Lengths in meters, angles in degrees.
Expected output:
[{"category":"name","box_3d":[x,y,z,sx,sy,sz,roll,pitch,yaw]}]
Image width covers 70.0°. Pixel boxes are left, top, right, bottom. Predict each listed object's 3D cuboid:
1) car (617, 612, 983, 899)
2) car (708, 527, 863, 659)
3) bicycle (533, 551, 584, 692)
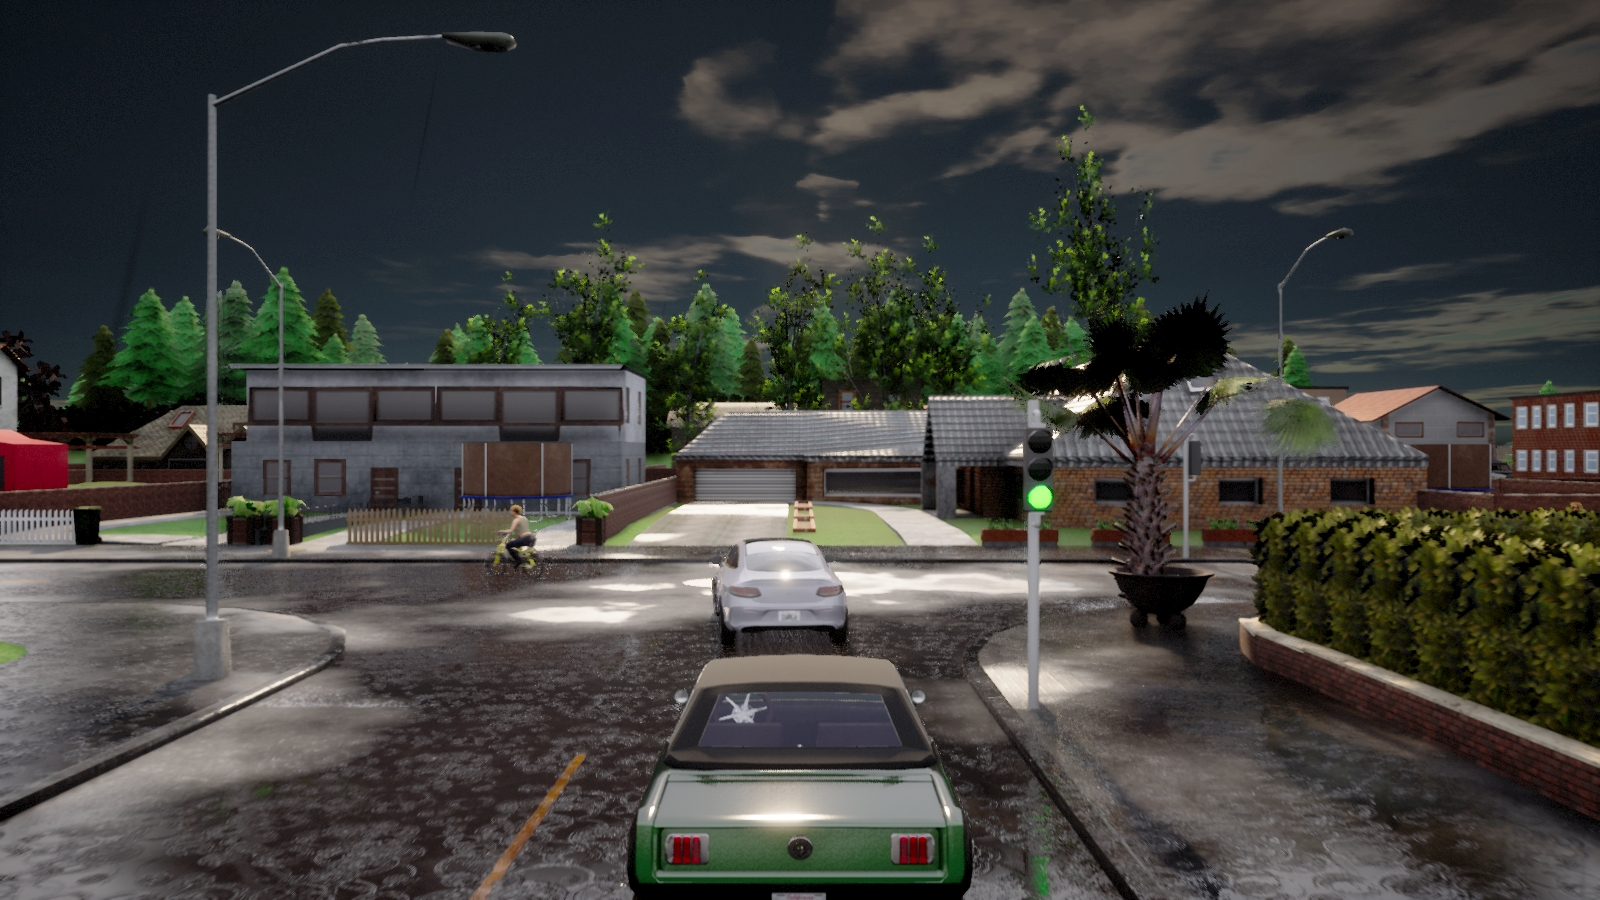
[{"category":"car","box_3d":[0.000,2.156,8.287,1.895,1.301,4.718,0,0,0]},{"category":"car","box_3d":[-0.377,2.083,17.782,2.002,1.442,4.674,0,0,-6]},{"category":"bicycle","box_3d":[-2.968,2.061,14.141,0.329,1.471,1.835,0,0,-3]}]
